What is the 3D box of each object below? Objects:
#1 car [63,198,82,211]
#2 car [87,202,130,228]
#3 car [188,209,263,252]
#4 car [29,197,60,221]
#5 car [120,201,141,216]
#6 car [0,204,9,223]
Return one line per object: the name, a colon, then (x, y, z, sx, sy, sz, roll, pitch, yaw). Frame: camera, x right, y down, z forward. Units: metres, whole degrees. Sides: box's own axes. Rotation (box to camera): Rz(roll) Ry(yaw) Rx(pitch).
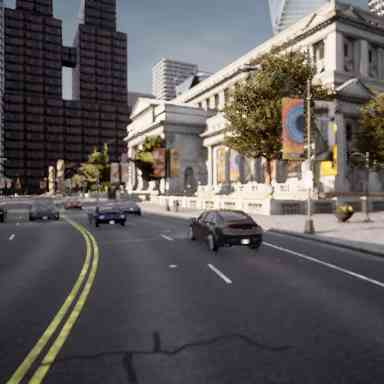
car: (-14.654, 1.472, 40.652, 2.033, 1.411, 5.357, 0, 0, -26)
car: (-5.810, 1.550, 22.291, 1.895, 1.301, 4.718, 0, 0, -25)
car: (1.197, 1.454, 13.836, 1.837, 1.490, 4.892, 0, 0, -16)
car: (-11.794, 1.310, 26.528, 2.097, 1.767, 4.553, 0, 0, -26)
car: (-6.185, 1.486, 31.159, 1.994, 1.385, 4.181, 0, 0, -25)
car: (-14.947, 1.579, 25.013, 1.895, 1.301, 4.718, 0, 0, -26)
